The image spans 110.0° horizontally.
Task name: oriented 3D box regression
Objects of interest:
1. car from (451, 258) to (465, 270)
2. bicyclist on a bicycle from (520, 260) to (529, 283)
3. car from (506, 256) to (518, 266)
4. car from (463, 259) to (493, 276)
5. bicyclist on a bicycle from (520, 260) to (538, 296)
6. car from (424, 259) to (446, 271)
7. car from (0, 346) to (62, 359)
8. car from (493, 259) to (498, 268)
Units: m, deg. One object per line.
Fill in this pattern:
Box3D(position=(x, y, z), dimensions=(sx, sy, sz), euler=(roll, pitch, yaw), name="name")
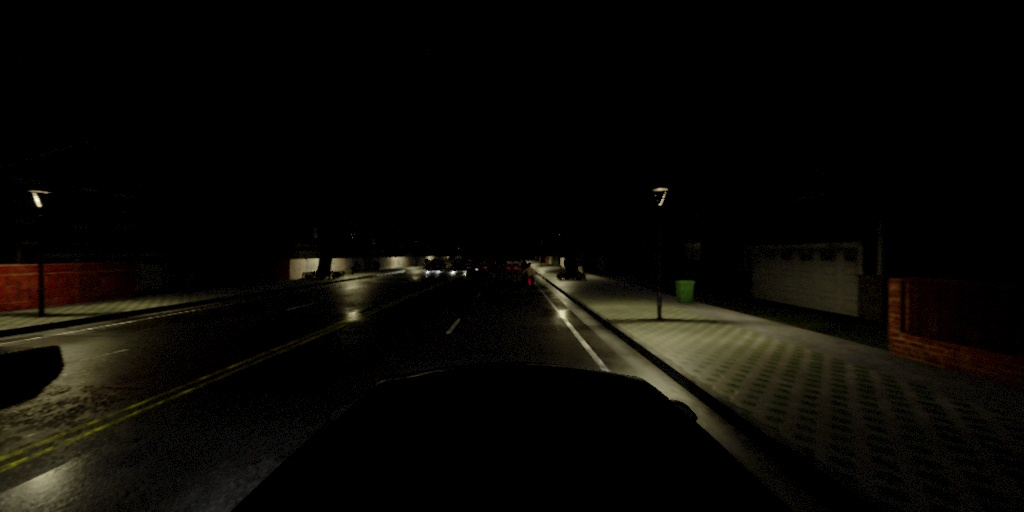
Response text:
Box3D(position=(-6.580, 1.035, 46.387), dimensions=(1.882, 1.535, 5.008), euler=(0, 0, 0), name="car")
Box3D(position=(0.891, 1.099, 25.783), dimensions=(0.582, 1.620, 1.656), euler=(0, 0, 0), name="bicyclist on a bicycle")
Box3D(position=(0.043, 1.100, 60.778), dimensions=(1.895, 1.301, 4.718), euler=(0, 0, 0), name="car")
Box3D(position=(-3.155, 1.174, 34.109), dimensions=(1.994, 1.385, 4.181), euler=(0, 0, 0), name="car")
Box3D(position=(0.866, 1.117, 17.853), dimensions=(0.866, 1.612, 1.509), euler=(0, 0, 0), name="bicyclist on a bicycle")
Box3D(position=(-9.831, 1.106, 46.354), dimensions=(2.033, 1.411, 5.357), euler=(0, 0, 0), name="car")
Box3D(position=(-6.601, 1.349, 2.238), dimensions=(1.895, 1.301, 4.718), euler=(0, 0, 0), name="car")
Box3D(position=(-3.158, 1.095, 52.511), dimensions=(1.994, 1.385, 4.181), euler=(0, 0, 0), name="car")
